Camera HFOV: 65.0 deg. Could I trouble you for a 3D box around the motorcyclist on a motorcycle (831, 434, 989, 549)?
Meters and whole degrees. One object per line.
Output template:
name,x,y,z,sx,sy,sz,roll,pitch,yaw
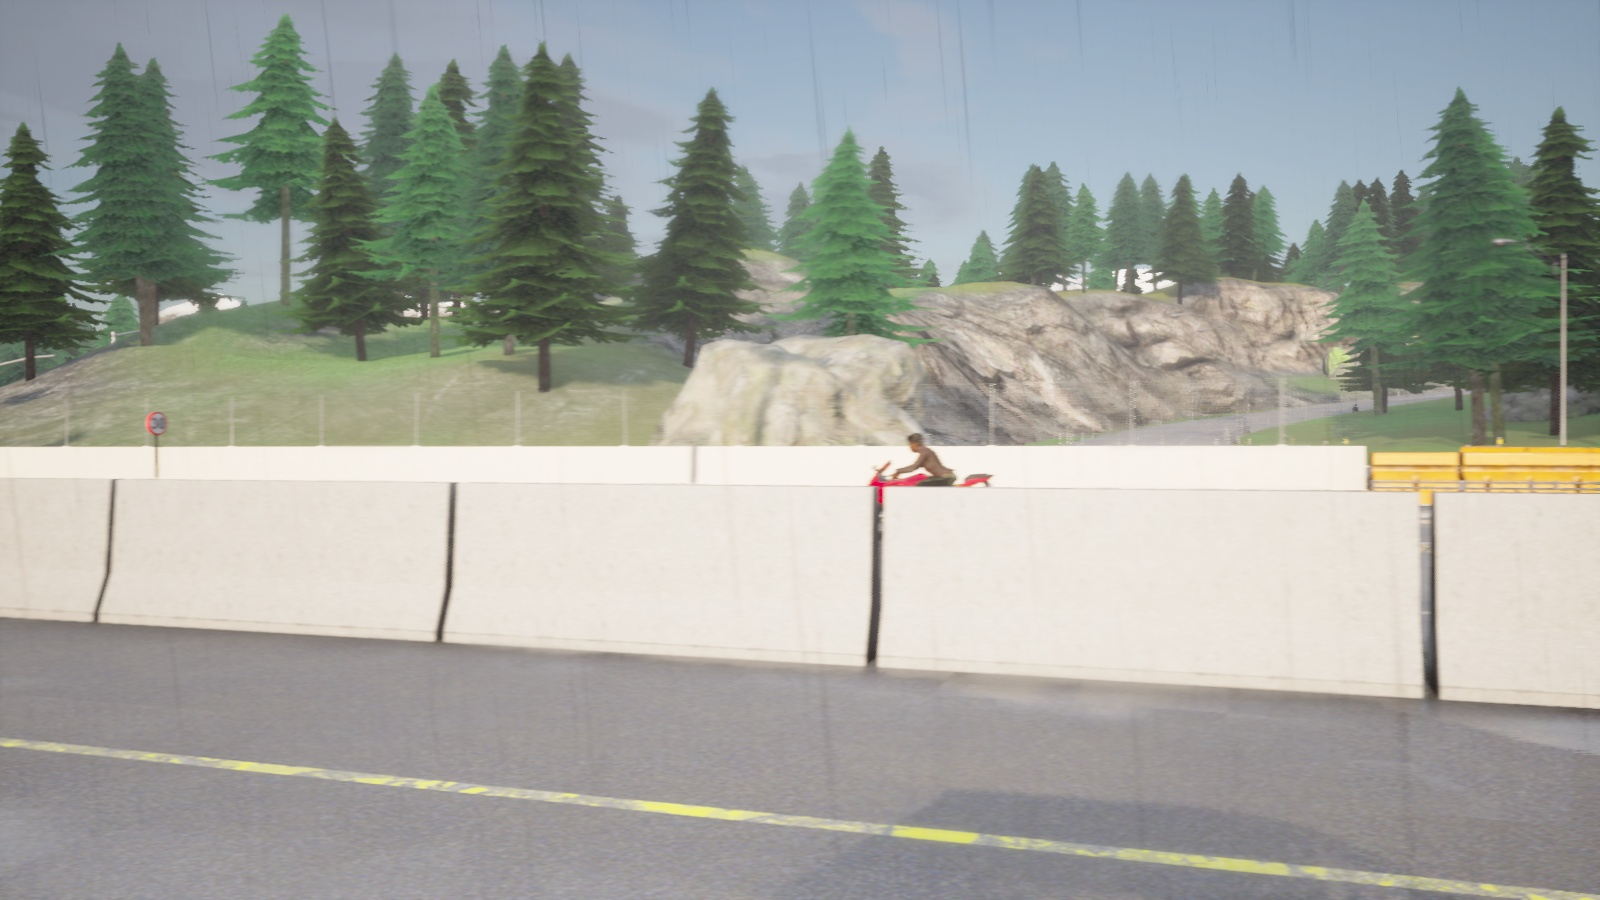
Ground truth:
motorcyclist on a motorcycle,1.532,0.543,17.447,2.044,1.523,0.797,1,1,19
